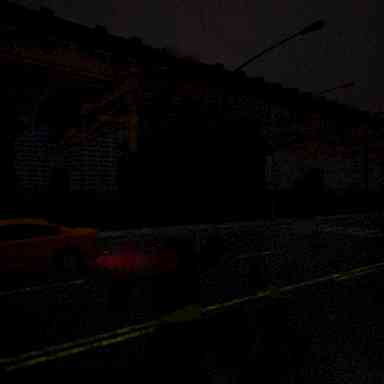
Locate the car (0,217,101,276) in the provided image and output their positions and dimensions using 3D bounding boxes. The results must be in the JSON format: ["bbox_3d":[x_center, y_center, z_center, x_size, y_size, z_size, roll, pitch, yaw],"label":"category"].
[{"bbox_3d":[-5.042,1.477,8.994,5.008,1.535,1.882,0,0,-35],"label":"car"}]
